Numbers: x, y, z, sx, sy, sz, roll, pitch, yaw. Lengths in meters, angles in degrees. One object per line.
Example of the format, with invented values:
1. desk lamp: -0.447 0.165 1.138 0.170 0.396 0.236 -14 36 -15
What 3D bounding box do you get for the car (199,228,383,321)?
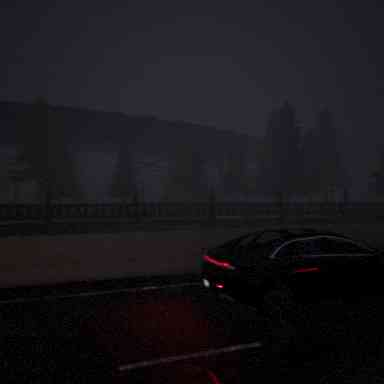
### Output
1. car: 2.579 1.547 7.156 4.902 1.511 2.128 0 0 -17
